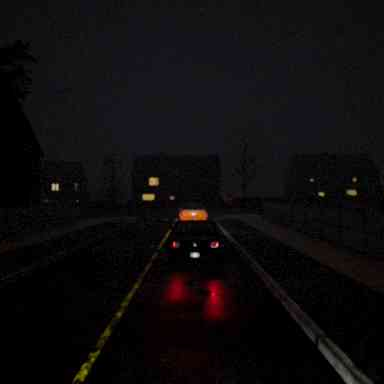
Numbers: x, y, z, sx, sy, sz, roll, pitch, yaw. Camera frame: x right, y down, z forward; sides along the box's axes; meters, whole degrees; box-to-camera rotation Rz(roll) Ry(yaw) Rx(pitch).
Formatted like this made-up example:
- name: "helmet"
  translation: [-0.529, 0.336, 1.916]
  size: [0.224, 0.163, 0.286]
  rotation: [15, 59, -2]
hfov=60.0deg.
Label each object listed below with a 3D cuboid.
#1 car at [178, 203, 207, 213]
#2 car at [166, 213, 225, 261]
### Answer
- name: "car"
  translation: [0.046, 1.564, 24.914]
  size: [2.097, 1.767, 4.553]
  rotation: [0, 0, -2]
- name: "car"
  translation: [0.100, 1.701, 12.649]
  size: [1.895, 1.301, 4.718]
  rotation: [0, 0, 0]
